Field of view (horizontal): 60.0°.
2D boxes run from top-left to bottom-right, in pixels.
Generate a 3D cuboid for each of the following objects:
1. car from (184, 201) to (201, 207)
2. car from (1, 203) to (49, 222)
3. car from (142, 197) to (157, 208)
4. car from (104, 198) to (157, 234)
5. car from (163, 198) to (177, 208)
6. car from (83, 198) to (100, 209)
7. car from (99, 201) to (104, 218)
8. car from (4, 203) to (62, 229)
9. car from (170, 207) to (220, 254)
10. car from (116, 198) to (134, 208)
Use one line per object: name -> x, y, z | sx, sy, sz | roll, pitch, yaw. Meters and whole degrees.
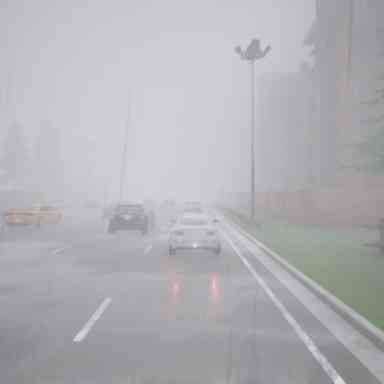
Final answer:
car -> 0.096, 1.716, 38.656 | 1.895, 1.301, 4.718 | 0, 0, 0
car -> -13.903, 1.648, 27.994 | 1.994, 1.385, 4.181 | 0, 0, 0
car -> -6.907, 1.666, 54.067 | 1.837, 1.490, 4.892 | 0, 0, 0
car -> -3.404, 1.411, 19.644 | 2.097, 1.767, 4.553 | 0, 0, 0
car -> -3.406, 1.657, 51.181 | 1.837, 1.490, 4.892 | 0, 0, 0
car -> -13.906, 1.647, 46.933 | 1.837, 1.490, 4.892 | 0, 0, 0
car -> -6.904, 1.656, 31.002 | 1.994, 1.385, 4.181 | 0, 0, 0
car -> -10.402, 1.544, 22.340 | 1.882, 1.535, 5.008 | 0, 0, 0
car -> 0.100, 1.566, 13.560 | 1.812, 1.442, 4.674 | 0, 0, 0
car -> -10.406, 1.719, 52.145 | 1.994, 1.385, 4.181 | 0, 0, 0
